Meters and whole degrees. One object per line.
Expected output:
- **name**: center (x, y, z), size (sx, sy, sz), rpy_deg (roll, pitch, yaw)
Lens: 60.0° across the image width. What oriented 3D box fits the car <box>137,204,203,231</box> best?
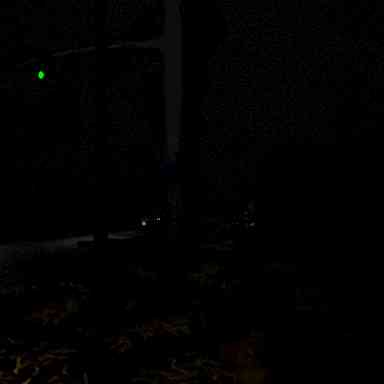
- **car**: center (-1.239, 1.481, 20.377), size (2.128, 1.511, 4.902), rpy_deg (0, 0, 35)
